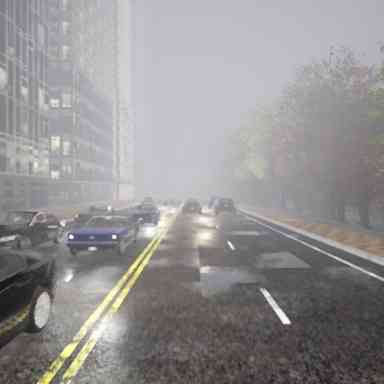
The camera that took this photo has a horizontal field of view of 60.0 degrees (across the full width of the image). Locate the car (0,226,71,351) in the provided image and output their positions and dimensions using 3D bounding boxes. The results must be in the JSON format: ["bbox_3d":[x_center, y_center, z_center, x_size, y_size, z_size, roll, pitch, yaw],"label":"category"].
[{"bbox_3d":[-3.339,1.472,3.933,1.882,1.535,5.008,0,0,0],"label":"car"}]

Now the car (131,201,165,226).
[{"bbox_3d":[-3.246,1.534,23.189,1.994,1.385,4.181,0,0,0],"label":"car"}]

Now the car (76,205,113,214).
[{"bbox_3d":[-6.495,1.571,22.985,1.895,1.301,4.718,0,0,0],"label":"car"}]

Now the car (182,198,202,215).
[{"bbox_3d":[0.016,1.519,33.654,1.994,1.385,4.181,0,0,0],"label":"car"}]

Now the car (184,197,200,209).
[{"bbox_3d":[0.028,1.482,45.167,2.033,1.411,5.357,0,0,0],"label":"car"}]

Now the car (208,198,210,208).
[{"bbox_3d":[3.298,1.283,46.845,2.097,1.767,4.553,0,0,1],"label":"car"}]

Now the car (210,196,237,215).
[{"bbox_3d":[3.263,1.307,33.520,2.097,1.767,4.553,0,0,0],"label":"car"}]

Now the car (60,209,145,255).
[{"bbox_3d":[-3.305,1.584,13.284,1.895,1.301,4.718,0,0,0],"label":"car"}]

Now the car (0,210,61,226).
[{"bbox_3d":[-6.558,1.475,12.912,2.128,1.511,4.902,0,0,0],"label":"car"}]

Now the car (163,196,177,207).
[{"bbox_3d":[-3.239,1.429,49.746,2.128,1.511,4.902,0,0,0],"label":"car"}]

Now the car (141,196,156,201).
[{"bbox_3d":[-6.489,1.425,49.747,1.837,1.490,4.892,0,0,0],"label":"car"}]
